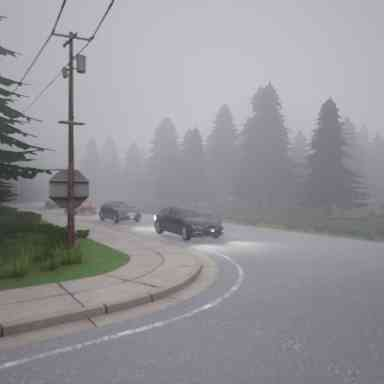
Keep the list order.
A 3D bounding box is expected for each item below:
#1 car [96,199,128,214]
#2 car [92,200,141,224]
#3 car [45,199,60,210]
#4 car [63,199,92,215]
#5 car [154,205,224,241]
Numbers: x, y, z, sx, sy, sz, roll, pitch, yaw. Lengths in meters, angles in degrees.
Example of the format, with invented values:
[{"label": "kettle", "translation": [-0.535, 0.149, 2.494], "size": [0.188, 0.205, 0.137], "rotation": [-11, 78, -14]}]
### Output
[{"label": "car", "translation": [-8.704, 1.537, 36.085], "size": [1.994, 1.385, 4.181], "rotation": [0, 0, -35]}, {"label": "car", "translation": [-5.460, 1.456, 24.774], "size": [2.128, 1.511, 4.902], "rotation": [0, 0, -34]}, {"label": "car", "translation": [-17.454, 1.499, 42.350], "size": [1.812, 1.442, 4.674], "rotation": [0, 0, -34]}, {"label": "car", "translation": [-11.141, 1.325, 33.147], "size": [2.097, 1.767, 4.553], "rotation": [0, 0, -35]}, {"label": "car", "translation": [-0.320, 1.470, 16.806], "size": [1.837, 1.490, 4.892], "rotation": [0, 0, -31]}]
